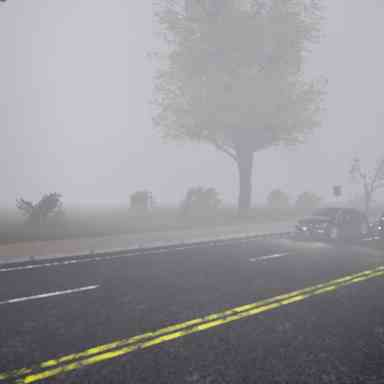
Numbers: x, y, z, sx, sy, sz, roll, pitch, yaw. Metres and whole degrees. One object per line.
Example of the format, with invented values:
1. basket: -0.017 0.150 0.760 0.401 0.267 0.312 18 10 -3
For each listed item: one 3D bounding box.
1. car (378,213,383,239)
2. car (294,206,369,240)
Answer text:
1. car: 11.128 1.210 15.956 5.566 2.045 2.150 0 0 -37
2. car: 7.243 1.501 17.101 4.892 1.490 1.837 0 0 -37
